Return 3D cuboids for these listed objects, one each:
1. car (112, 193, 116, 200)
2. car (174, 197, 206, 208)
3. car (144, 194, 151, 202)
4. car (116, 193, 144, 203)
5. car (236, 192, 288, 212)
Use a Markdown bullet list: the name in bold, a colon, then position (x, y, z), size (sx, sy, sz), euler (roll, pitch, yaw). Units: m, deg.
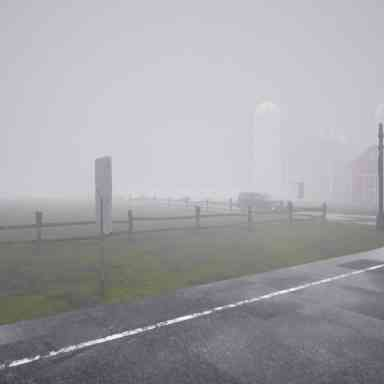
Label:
- **car**: position (-14.938, 0.924, 67.997), size (2.033, 1.411, 5.357), euler (-1, 1, -36)
- **car**: position (-0.298, 1.285, 42.610), size (1.895, 1.301, 4.718), euler (-1, 1, -36)
- **car**: position (-9.090, 1.041, 59.844), size (1.994, 1.385, 4.181), euler (-1, 1, -35)
- **car**: position (-10.739, 0.988, 57.199), size (1.882, 1.535, 5.008), euler (-1, 1, -35)
- **car**: position (6.760, 1.019, 32.855), size (2.150, 2.045, 5.566), euler (-1, 1, -34)
